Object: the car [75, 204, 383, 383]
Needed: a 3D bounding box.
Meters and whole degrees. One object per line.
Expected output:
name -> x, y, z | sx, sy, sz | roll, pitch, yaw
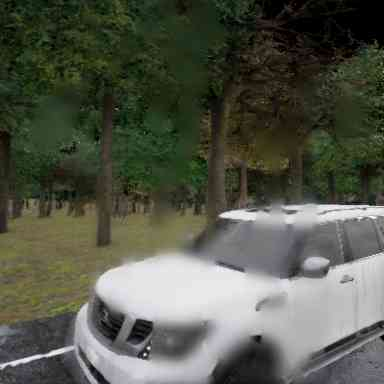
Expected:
car -> 1.299, 1.236, 4.800 | 5.566, 2.045, 2.150 | 0, 0, -36
